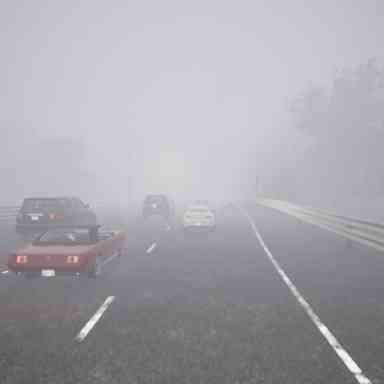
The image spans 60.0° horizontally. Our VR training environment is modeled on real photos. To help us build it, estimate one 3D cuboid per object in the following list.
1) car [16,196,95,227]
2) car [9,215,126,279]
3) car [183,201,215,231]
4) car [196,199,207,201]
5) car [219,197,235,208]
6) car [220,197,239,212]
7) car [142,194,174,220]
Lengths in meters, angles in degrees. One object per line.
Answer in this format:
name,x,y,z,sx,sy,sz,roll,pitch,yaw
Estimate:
car,-6.676,1.211,16.951,2.150,2.045,5.566,0,0,1
car,-3.307,1.594,9.964,1.895,1.301,4.718,0,0,1
car,0.418,1.519,20.329,1.812,1.442,4.674,0,0,2
car,1.156,1.544,39.115,2.033,1.411,5.357,0,0,3
car,5.122,1.497,49.579,2.128,1.511,4.902,0,0,3
car,4.497,1.525,39.308,1.812,1.442,4.674,0,0,4
car,-2.820,1.212,28.539,2.150,2.045,5.566,0,0,2
